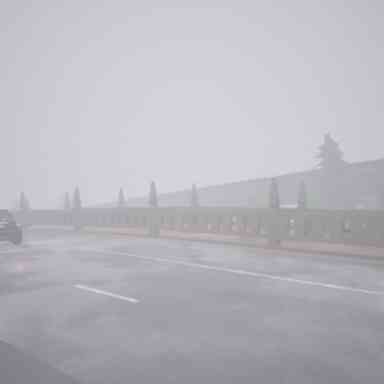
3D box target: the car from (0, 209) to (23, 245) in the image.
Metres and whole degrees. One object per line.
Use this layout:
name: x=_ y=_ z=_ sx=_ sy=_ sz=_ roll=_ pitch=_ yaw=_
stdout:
car: x=-9.819 y=1.554 z=15.296 sx=4.553 sy=1.767 sz=2.097 roll=-3 pitch=-2 yaw=35
